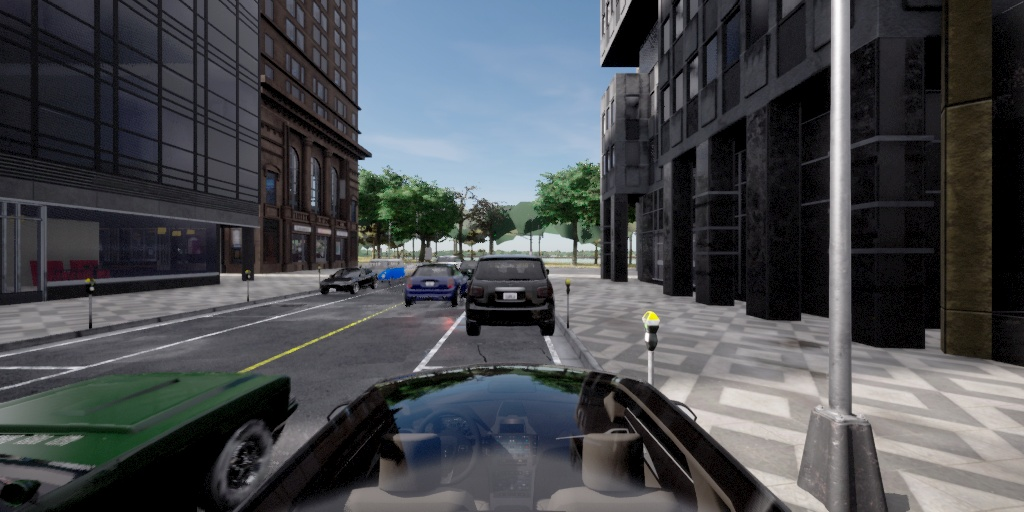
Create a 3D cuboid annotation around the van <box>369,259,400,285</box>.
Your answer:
[{"bbox_3d":[-8.908,1.093,25.423,1.690,1.789,3.998,0,0,0],"label":"van"}]

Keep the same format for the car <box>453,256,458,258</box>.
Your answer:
[{"bbox_3d":[-3.067,1.105,28.304,2.097,1.767,4.553,0,0,0],"label":"car"}]

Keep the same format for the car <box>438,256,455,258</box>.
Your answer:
[{"bbox_3d":[-6.241,0.978,34.728,2.150,2.045,5.566,0,0,0],"label":"car"}]

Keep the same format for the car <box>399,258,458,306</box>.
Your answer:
[{"bbox_3d":[-3.145,1.102,15.837,2.097,1.767,4.553,0,0,0],"label":"car"}]

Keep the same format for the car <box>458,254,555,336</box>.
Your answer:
[{"bbox_3d":[-0.039,0.971,10.530,2.150,2.045,5.566,0,0,0],"label":"car"}]

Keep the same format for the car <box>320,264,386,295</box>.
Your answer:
[{"bbox_3d":[-8.908,1.317,19.986,1.948,1.339,4.313,0,0,0],"label":"car"}]

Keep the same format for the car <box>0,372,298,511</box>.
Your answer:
[{"bbox_3d":[-3.044,1.351,1.370,1.895,1.301,4.718,0,0,0],"label":"car"}]

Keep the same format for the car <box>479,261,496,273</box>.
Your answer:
[{"bbox_3d":[-3.057,1.362,45.982,1.895,1.301,4.718,0,0,0],"label":"car"}]
